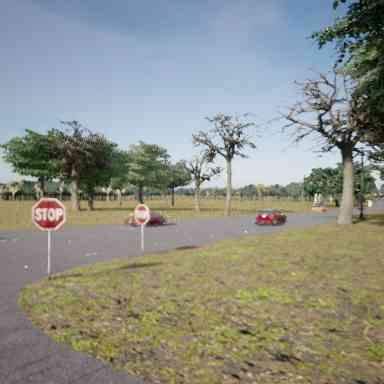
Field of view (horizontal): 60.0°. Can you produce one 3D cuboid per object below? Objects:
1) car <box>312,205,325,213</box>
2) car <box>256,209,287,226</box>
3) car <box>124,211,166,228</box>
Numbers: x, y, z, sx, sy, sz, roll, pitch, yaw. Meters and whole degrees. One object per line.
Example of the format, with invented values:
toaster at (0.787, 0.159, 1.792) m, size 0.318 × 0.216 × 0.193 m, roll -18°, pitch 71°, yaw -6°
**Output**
car at (29.036, 3.833, 76.292) m, size 2.097 × 1.767 × 4.553 m, roll 1°, pitch -1°, yaw 36°
car at (8.822, 2.693, 36.657) m, size 2.097 × 1.767 × 4.553 m, roll 1°, pitch -1°, yaw 36°
car at (-4.249, 2.459, 30.604) m, size 1.994 × 1.385 × 4.181 m, roll 1°, pitch -1°, yaw 36°
